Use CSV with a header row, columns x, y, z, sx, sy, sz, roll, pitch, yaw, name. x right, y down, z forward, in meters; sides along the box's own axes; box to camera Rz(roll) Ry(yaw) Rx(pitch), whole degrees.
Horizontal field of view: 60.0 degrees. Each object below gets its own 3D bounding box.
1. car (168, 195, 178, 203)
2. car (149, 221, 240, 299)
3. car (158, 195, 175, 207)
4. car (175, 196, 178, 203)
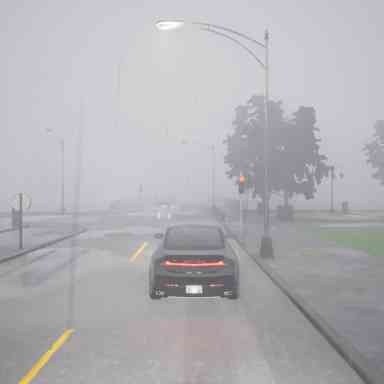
x,y,z,sx,sy,sz,roll,pitch,yaw,name
-4.035,1.500,70.451,1.837,1.490,4.892,0,0,0,car
0.056,1.505,8.411,1.837,1.490,4.892,0,0,0,car
-4.120,1.505,50.844,1.837,1.490,4.892,0,0,0,car
-4.100,1.601,60.237,1.895,1.301,4.718,0,0,0,car
